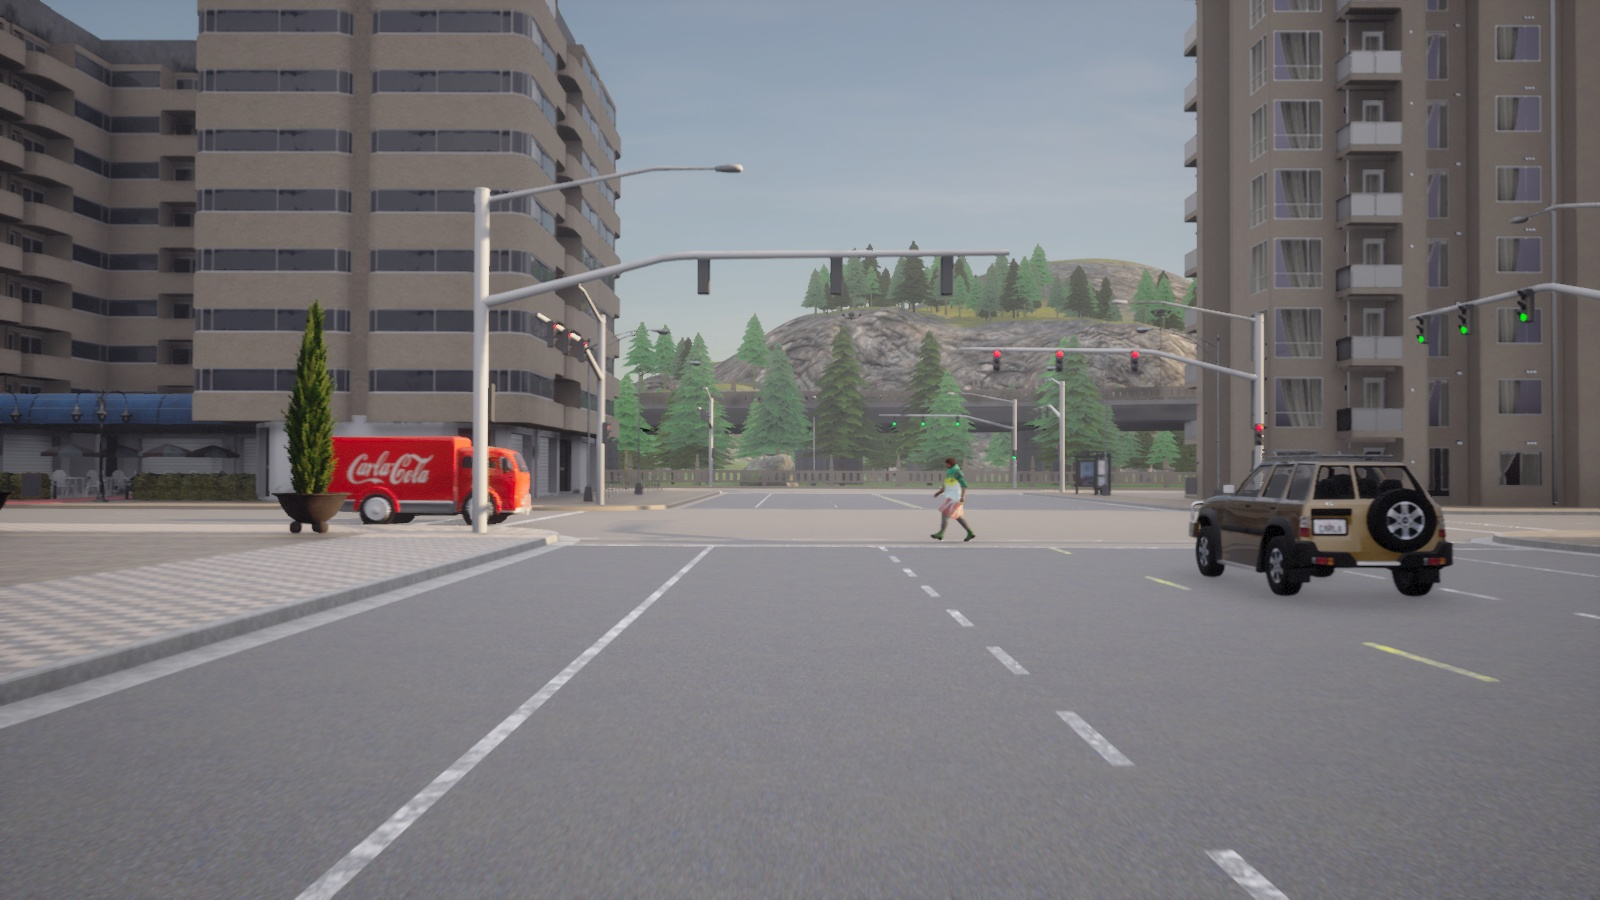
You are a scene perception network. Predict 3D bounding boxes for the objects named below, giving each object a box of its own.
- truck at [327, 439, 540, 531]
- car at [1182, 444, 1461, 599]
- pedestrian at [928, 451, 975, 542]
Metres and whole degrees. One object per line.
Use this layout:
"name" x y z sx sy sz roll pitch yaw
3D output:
"truck" -10.073 0.949 34.905 5.204 2.467 2.627 0 -1 -3
"car" 6.957 0.894 17.366 1.932 1.855 4.605 0 -1 0
"pedestrian" 3.280 0.996 27.257 0.873 1.952 0.659 0 -1 -6
